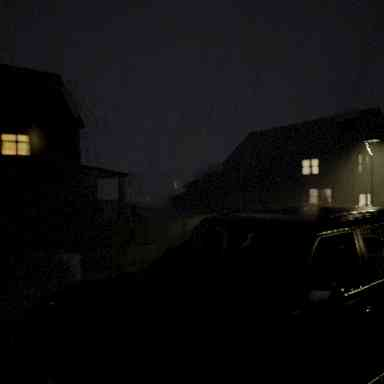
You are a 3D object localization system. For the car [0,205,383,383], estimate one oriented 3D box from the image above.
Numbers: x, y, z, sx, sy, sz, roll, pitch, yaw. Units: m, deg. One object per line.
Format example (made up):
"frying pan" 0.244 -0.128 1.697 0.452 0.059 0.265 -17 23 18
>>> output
"car" 0.991 1.219 3.776 5.566 2.045 2.150 0 0 -35
